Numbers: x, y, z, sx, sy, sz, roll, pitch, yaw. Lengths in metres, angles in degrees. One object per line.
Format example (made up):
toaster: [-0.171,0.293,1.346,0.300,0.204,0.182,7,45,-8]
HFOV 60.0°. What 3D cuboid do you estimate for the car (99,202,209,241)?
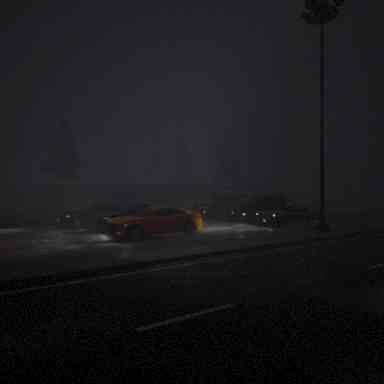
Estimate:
car: [-1.803,1.446,16.821,5.008,1.535,1.882,0,0,-36]

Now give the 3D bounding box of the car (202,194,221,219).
car: [2.487,1.153,28.458,5.566,2.045,2.150,0,0,-35]

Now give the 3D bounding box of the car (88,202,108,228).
car: [-3.309,1.443,20.043,5.008,1.535,1.882,0,0,-35]

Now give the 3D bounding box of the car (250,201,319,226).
car: [6.485,1.534,22.711,4.718,1.301,1.895,0,0,-35]

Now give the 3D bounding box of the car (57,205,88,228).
car: [-6.357,1.462,22.170,4.902,1.511,2.128,0,0,-35]

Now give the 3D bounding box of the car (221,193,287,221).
car: [5.266,1.150,26.134,5.566,2.045,2.150,0,0,-35]
